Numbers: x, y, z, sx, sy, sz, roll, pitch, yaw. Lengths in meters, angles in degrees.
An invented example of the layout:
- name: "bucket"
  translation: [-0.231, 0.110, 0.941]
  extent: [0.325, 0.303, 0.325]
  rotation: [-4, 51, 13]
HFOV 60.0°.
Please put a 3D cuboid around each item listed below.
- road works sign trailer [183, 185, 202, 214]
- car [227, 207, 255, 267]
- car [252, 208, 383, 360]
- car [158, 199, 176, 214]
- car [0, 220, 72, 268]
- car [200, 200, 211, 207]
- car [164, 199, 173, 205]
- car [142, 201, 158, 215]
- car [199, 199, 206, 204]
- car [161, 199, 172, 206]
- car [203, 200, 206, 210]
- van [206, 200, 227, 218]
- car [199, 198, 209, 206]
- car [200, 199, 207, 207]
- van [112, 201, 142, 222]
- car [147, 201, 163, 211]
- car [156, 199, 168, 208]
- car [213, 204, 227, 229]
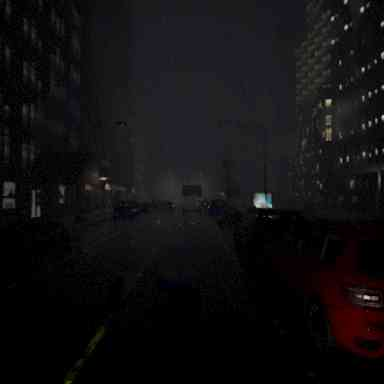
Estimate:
- name: "road works sign trailer"
  translation: [0.022, 0.902, 41.146]
  extent: [2.380, 3.560, 2.880]
  rotation: [0, -1, 0]
- name: "car"
  translation: [2.698, 1.441, 11.731]
  extent: [2.192, 1.841, 5.009]
  rotation: [0, -1, 0]
- name: "car"
  translation: [2.698, 1.380, 6.043]
  extent: [2.192, 1.841, 5.009]
  rotation: [0, -1, 0]
- name: "car"
  translation: [-3.094, 1.946, 41.613]
  extent: [1.837, 1.490, 4.892]
  rotation: [0, 0, 0]
- name: "car"
  translation: [-5.685, 1.691, 11.748]
  extent: [1.947, 1.339, 4.313]
  rotation: [0, -1, 0]
- name: "car"
  translation: [2.692, 2.284, 68.615]
  extent: [2.008, 1.369, 4.403]
  rotation: [0, -1, 0]
- name: "car"
  translation: [-5.690, 2.401, 80.013]
  extent: [1.887, 1.381, 4.507]
  rotation: [0, -1, 0]
- name: "car"
  translation: [-5.687, 1.993, 40.192]
  extent: [1.947, 1.339, 4.313]
  rotation: [0, -1, 0]
- name: "car"
  translation: [2.690, 2.500, 85.681]
  extent: [1.802, 1.307, 4.206]
  rotation: [0, -1, 0]
- name: "car"
  translation: [-5.689, 2.345, 74.325]
  extent: [2.008, 1.369, 4.403]
  rotation: [0, -1, 0]
- name: "car"
  translation: [2.694, 1.978, 40.172]
  extent: [2.008, 1.369, 4.403]
  rotation: [0, -1, 0]
- name: "van"
  translation: [2.696, 1.708, 34.486]
  extent: [1.690, 1.788, 3.998]
  rotation: [0, -1, 0]
- name: "car"
  translation: [2.692, 2.235, 74.304]
  extent: [1.967, 1.590, 4.097]
  rotation: [0, -1, 0]
- name: "car"
  translation: [2.693, 2.100, 51.549]
  extent: [2.008, 1.369, 4.403]
  rotation: [0, -1, 0]
- name: "van"
  translation: [-5.684, 1.647, 28.816]
  extent: [1.690, 1.788, 3.998]
  rotation: [0, -1, 0]
- name: "car"
  translation: [-5.688, 2.100, 51.569]
  extent: [2.008, 1.369, 4.403]
  rotation: [0, -1, 0]
- name: "car"
  translation: [-5.687, 2.112, 62.949]
  extent: [1.967, 1.590, 4.097]
  rotation: [0, -1, 0]
- name: "car"
  translation: [2.695, 1.773, 23.276]
  extent: [1.752, 1.417, 4.829]
  rotation: [0, -1, 0]
